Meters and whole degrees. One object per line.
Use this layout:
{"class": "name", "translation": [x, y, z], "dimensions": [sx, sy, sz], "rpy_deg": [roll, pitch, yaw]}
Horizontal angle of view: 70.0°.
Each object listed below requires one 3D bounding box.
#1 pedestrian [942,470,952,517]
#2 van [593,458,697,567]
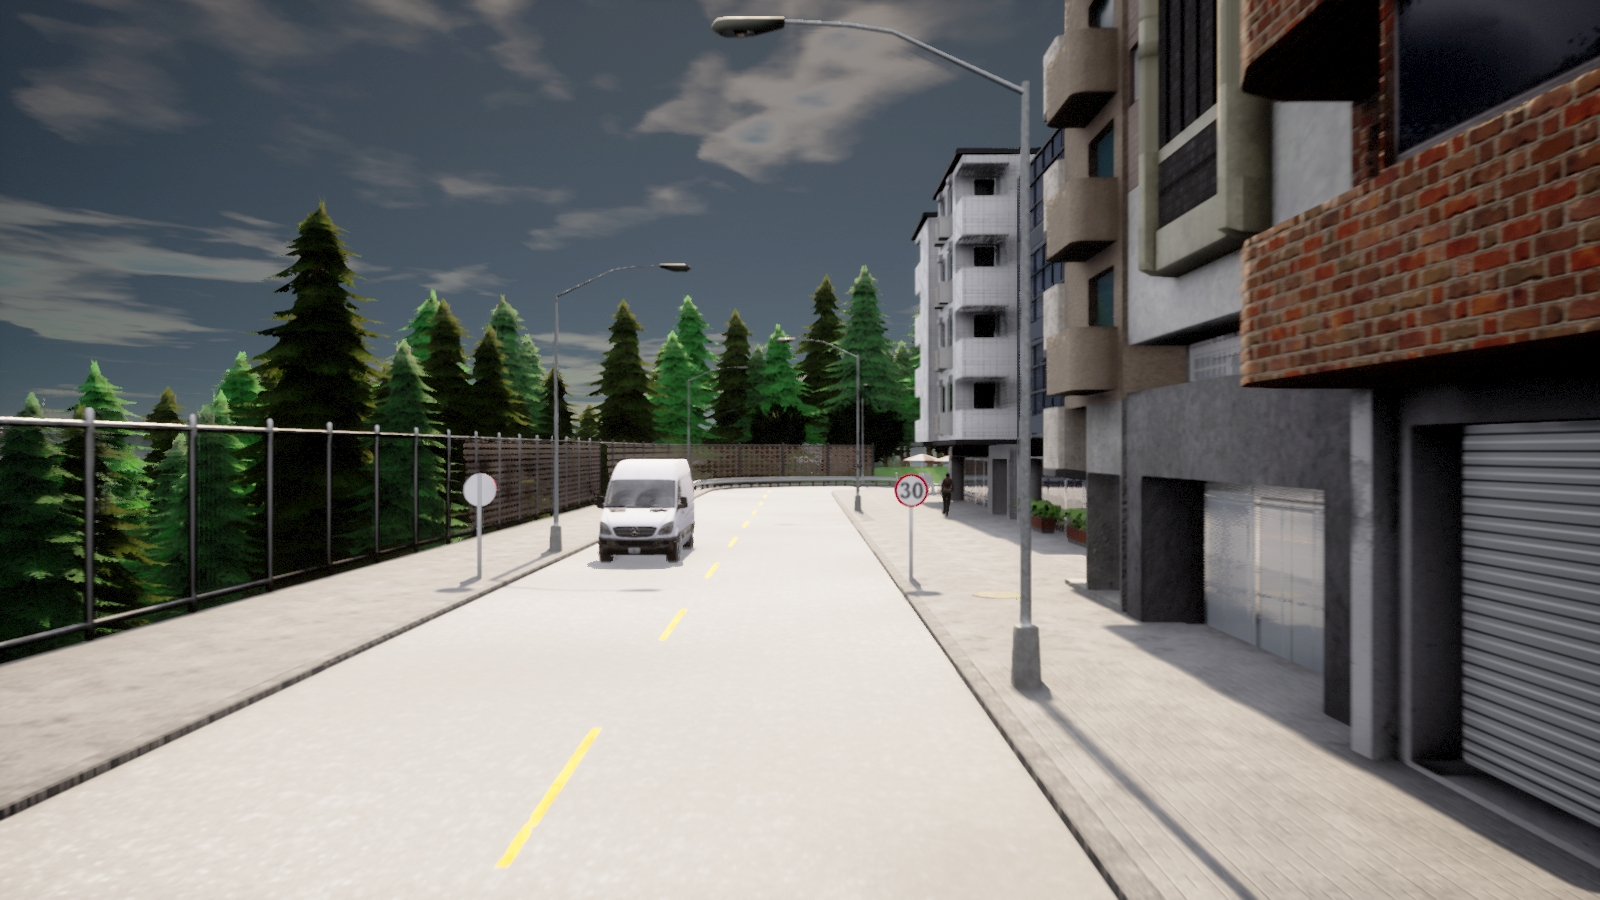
{"class": "pedestrian", "translation": [5.920, 1.744, 46.009], "dimensions": [0.375, 1.860, 0.375], "rpy_deg": [0, 0, 2]}
{"class": "van", "translation": [-4.000, 1.534, 30.472], "dimensions": [1.988, 2.561, 5.915], "rpy_deg": [0, 0, 0]}
